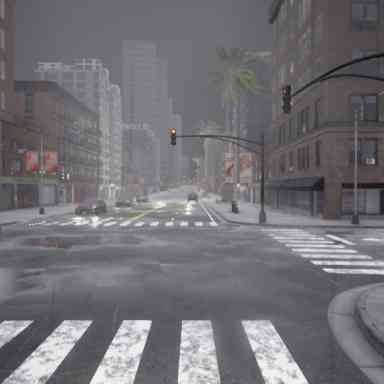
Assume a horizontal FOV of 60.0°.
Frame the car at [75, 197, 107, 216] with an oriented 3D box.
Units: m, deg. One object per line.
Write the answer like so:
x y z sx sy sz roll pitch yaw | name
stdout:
-9.817 1.338 32.625 2.097 1.767 4.553 0 0 0 | car

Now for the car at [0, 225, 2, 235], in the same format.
-9.824 1.525 13.715 1.994 1.385 4.181 1 1 0 | car

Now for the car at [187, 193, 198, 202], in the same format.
0.132 1.149 71.935 2.150 2.045 5.566 0 0 0 | car

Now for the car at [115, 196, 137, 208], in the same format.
-9.793 1.324 48.351 2.097 1.767 4.553 0 0 0 | car

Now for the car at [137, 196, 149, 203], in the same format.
-9.683 1.462 65.469 1.882 1.535 5.008 0 0 0 | car
